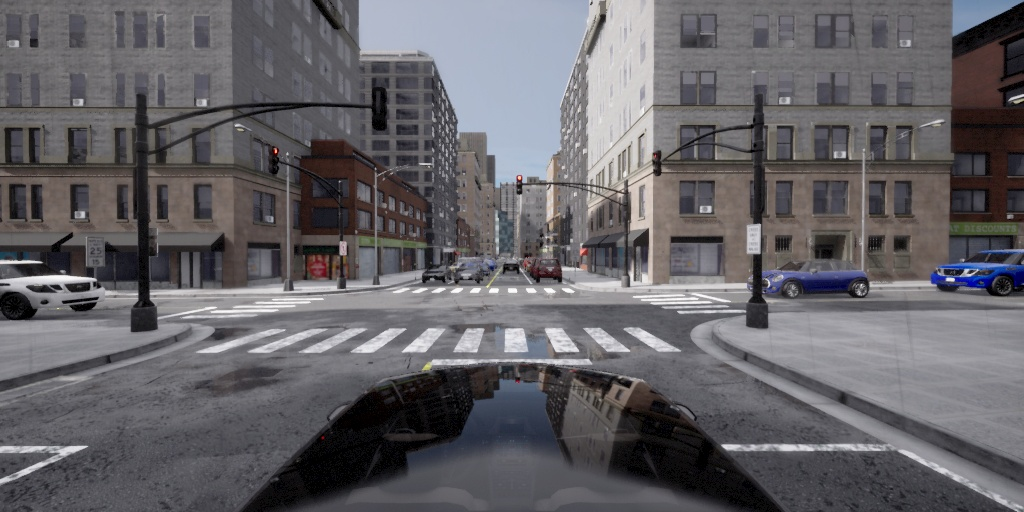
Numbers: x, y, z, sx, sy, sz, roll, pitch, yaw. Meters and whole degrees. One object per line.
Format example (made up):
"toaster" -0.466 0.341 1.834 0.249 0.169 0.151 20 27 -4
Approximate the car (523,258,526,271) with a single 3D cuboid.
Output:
"car" 2.678 1.279 45.085 1.751 1.417 4.829 0 0 0

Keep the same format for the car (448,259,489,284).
"car" -3.201 1.245 27.292 2.128 1.511 4.902 0 0 0

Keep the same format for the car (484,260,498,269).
"car" -3.292 1.298 57.426 2.033 1.411 5.357 0 0 0

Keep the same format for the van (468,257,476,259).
"van" -5.851 1.094 44.878 1.690 1.789 3.998 0 0 0

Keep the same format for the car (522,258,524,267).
"car" 2.655 1.067 50.501 2.192 1.841 5.009 0 0 0

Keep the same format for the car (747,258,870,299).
"car" 13.404 0.938 16.435 4.553 1.767 2.097 -1 1 -1

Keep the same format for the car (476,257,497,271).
"car" -3.273 1.231 47.045 1.882 1.535 5.008 0 0 0

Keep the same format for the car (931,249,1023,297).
"car" 22.980 0.708 16.541 5.566 2.045 2.150 -1 1 0

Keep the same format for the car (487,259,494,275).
"car" -3.242 1.302 37.113 2.033 1.411 5.357 0 0 0

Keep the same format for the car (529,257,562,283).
"car" 2.749 1.068 28.158 2.192 1.841 5.009 0 0 0

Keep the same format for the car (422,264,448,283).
"car" -5.777 1.319 28.121 1.948 1.339 4.313 0 0 0

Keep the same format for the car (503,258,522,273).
"car" -0.101 1.231 44.039 1.882 1.535 5.008 0 0 0

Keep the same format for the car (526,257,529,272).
"car" 2.725 1.069 33.744 2.192 1.841 5.009 0 0 0

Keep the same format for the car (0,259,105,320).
"car" -18.449 1.145 12.986 5.566 2.045 2.150 -1 1 -2
